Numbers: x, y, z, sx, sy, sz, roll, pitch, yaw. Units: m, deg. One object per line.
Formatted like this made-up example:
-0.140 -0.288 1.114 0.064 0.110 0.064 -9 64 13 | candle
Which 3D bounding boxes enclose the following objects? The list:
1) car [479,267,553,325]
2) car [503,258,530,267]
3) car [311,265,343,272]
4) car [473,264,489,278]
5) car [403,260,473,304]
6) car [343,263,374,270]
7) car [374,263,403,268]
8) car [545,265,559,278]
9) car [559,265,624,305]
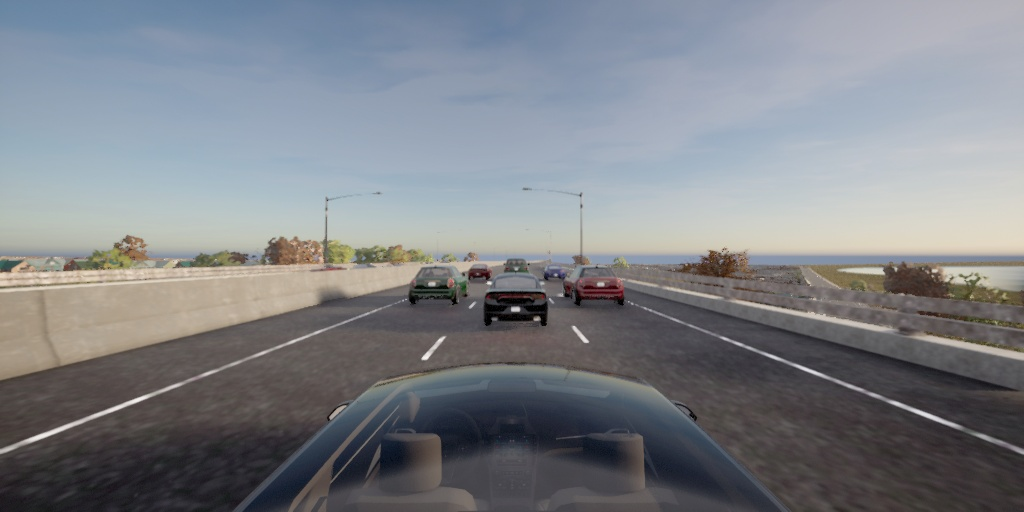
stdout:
0.131 1.305 12.266 1.882 1.535 5.008 0 0 1 | car
0.409 1.207 32.290 2.150 2.045 5.566 0 0 1 | car
-20.610 1.647 40.538 1.895 1.301 4.718 0 -1 1 | car
-3.038 1.483 34.828 1.882 1.535 5.008 0 0 1 | car
-3.313 1.215 17.072 2.097 1.767 4.553 0 0 1 | car
-17.091 1.579 41.167 1.812 1.442 4.674 0 0 2 | car
-13.583 1.548 41.401 2.128 1.511 4.902 0 0 2 | car
3.951 1.529 34.241 1.812 1.442 4.674 0 0 1 | car
3.685 1.216 16.923 2.097 1.767 4.553 0 0 1 | car
